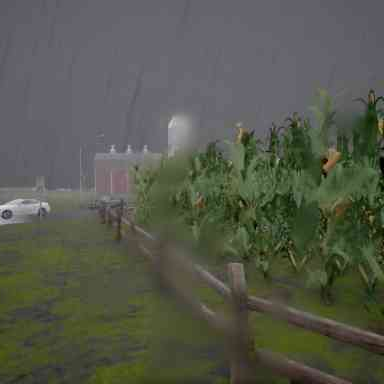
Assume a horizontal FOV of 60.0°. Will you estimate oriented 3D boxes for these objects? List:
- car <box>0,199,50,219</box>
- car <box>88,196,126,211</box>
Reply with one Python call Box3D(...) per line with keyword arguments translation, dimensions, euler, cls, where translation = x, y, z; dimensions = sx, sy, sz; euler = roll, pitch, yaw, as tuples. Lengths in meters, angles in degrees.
Box3D(translation=(-13.635, 1.282, 26.488), dimensions=(1.812, 1.442, 4.674), euler=(-1, 1, 31), cls="car")
Box3D(translation=(-8.801, 1.157, 34.705), dimensions=(1.994, 1.385, 4.181), euler=(-1, 1, 29), cls="car")
